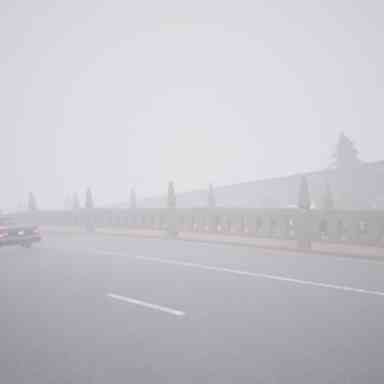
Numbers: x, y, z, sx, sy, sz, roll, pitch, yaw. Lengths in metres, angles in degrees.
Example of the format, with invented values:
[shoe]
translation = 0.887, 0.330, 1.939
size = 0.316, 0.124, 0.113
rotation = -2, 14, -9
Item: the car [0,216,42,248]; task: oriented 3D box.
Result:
[car]
translation = -8.740, 1.771, 14.522
size = 5.357, 1.411, 2.033
rotation = -3, -2, 35
